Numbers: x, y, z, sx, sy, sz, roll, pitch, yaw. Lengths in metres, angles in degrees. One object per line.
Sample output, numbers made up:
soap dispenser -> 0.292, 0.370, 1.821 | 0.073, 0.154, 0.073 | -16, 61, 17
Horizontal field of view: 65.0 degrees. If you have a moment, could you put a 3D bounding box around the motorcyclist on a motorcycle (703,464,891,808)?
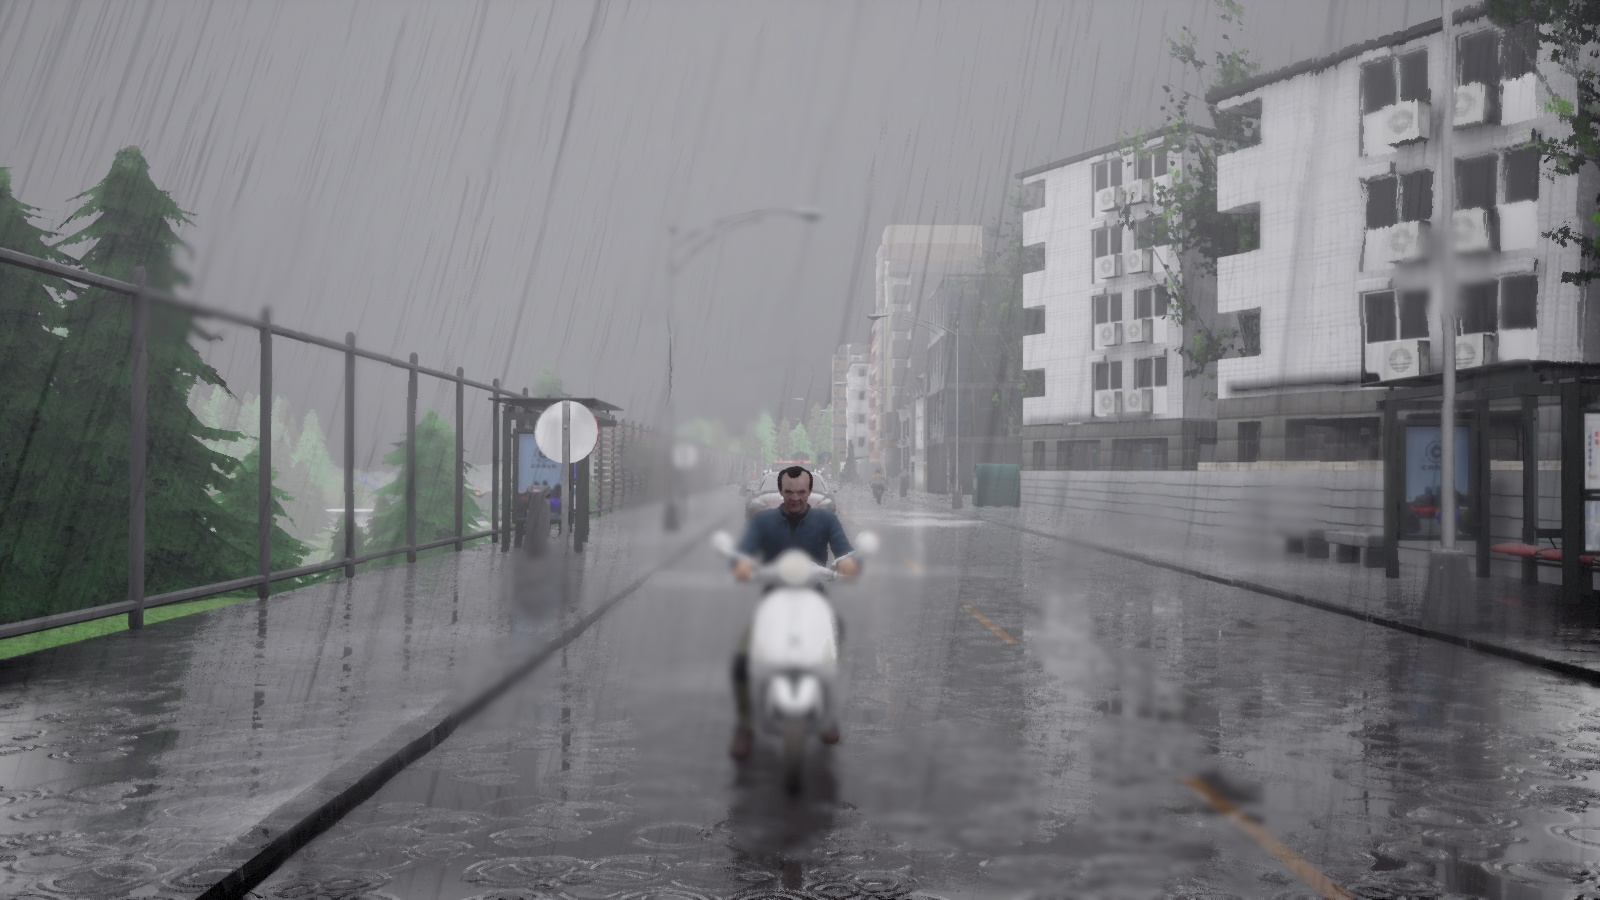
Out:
motorcyclist on a motorcycle -> -0.021, 0.881, 6.750 | 0.866, 1.590, 1.817 | 0, -1, 0

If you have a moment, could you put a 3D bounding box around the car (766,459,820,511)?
car -> -0.295, 1.411, 52.340 | 2.150, 2.045, 5.566 | 0, -1, 0

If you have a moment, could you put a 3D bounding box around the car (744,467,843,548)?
car -> -0.152, 1.217, 28.159 | 2.033, 1.649, 4.856 | 0, -1, 0
